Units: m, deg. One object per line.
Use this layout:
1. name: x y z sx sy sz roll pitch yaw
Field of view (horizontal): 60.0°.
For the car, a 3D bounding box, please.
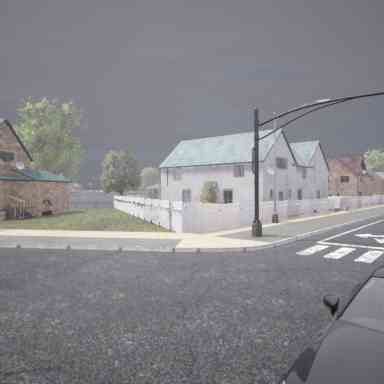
1. car: 2.548 1.524 3.442 1.812 1.442 4.674 0 0 42
